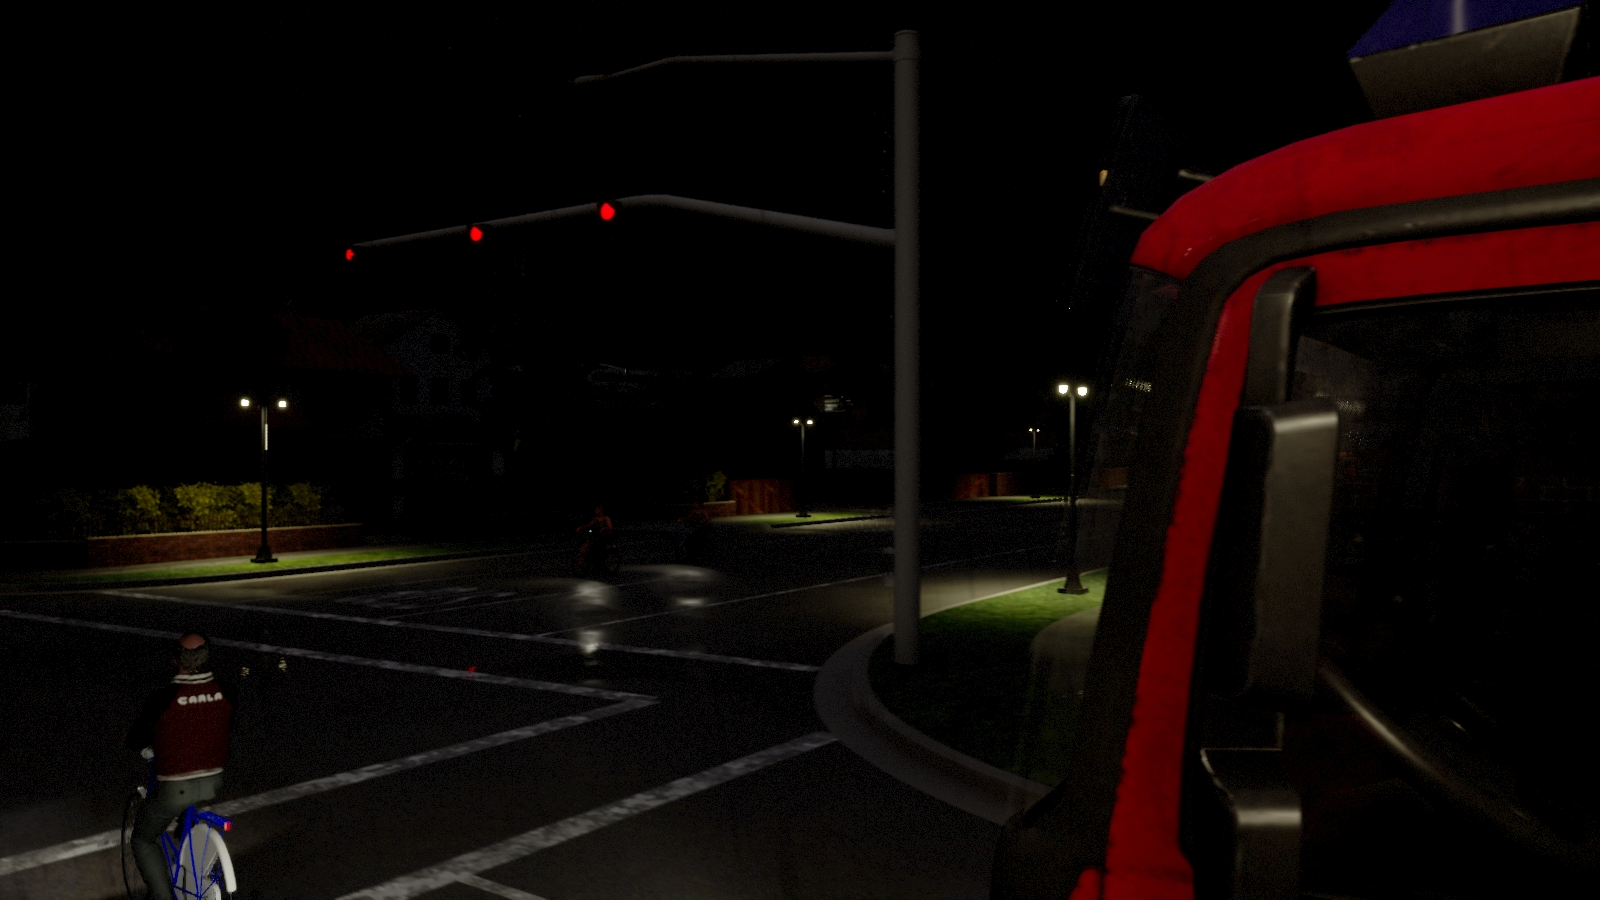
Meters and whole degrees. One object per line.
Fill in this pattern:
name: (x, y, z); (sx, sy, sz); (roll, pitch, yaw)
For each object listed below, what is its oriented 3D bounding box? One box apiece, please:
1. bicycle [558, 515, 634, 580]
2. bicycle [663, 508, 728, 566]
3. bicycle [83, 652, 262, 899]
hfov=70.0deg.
bicycle: (-4.535, 2.150, 25.472); (0.859, 1.301, 1.487); (0, 0, 35)
bicycle: (-2.600, 2.150, 28.445); (0.859, 1.301, 1.487); (0, 0, 34)
bicycle: (-3.674, 2.050, 6.618); (1.835, 1.496, 0.329); (0, -1, 43)
